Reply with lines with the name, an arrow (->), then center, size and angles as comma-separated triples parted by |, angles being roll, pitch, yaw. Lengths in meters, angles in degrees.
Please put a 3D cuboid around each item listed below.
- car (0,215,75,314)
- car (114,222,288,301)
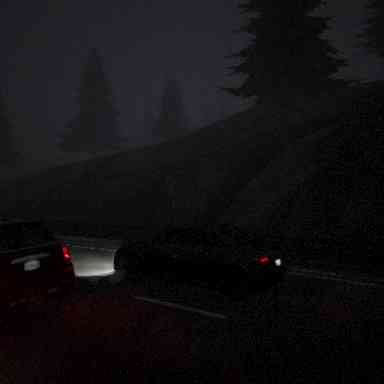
car -> -4.590, 1.271, 6.758 | 4.553, 1.767, 2.097 | 0, 1, 30
car -> 0.112, 1.438, 8.038 | 4.181, 1.385, 1.994 | 0, 1, 32
